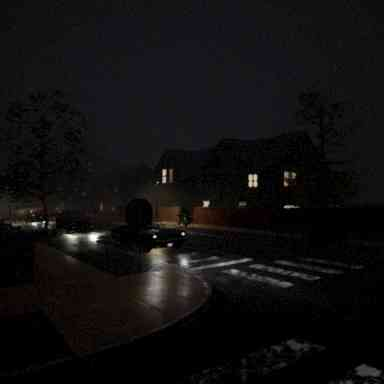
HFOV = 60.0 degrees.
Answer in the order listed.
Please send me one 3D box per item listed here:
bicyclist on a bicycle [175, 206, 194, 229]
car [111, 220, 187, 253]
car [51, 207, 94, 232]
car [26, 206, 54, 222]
[{"bbox_3d":[-0.520,1.814,23.895,1.656,1.620,0.582,-1,-1,-35],"label":"bicyclist on a bicycle"},{"bbox_3d":[-2.208,2.014,16.172,1.895,1.301,4.718,0,-1,-35],"label":"car"},{"bbox_3d":[-9.266,2.196,26.110,1.882,1.535,5.008,0,-1,-35],"label":"car"},{"bbox_3d":[-17.567,2.643,37.855,1.994,1.385,4.181,0,-1,-35],"label":"car"}]
